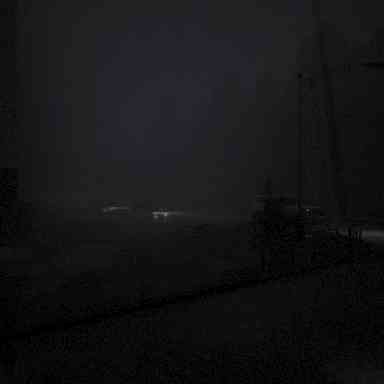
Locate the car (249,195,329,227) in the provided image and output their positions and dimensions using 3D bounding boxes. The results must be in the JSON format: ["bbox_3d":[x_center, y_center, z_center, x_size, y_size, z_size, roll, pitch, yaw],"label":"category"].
[{"bbox_3d":[6.387,1.221,22.644,2.150,2.045,5.566,0,0,-35],"label":"car"}]

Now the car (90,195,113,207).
[{"bbox_3d":[-13.546,1.492,50.564,2.128,1.511,4.902,0,0,-35],"label":"car"}]

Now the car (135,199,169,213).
[{"bbox_3d":[-4.782,1.548,38.241,2.033,1.411,5.357,0,0,-36],"label":"car"}]

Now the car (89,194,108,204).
[{"bbox_3d":[-18.068,1.352,63.976,2.097,1.767,4.553,0,0,-35],"label":"car"}]
